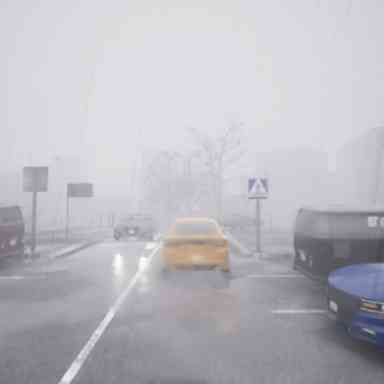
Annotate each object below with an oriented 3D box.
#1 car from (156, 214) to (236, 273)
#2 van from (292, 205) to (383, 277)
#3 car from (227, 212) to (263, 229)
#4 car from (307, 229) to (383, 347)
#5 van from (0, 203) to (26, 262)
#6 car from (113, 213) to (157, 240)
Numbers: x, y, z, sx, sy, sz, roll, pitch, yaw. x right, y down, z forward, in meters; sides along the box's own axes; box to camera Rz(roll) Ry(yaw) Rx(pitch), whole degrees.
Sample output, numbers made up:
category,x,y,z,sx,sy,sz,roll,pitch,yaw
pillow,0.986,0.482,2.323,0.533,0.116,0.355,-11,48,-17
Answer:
category,x,y,z,sx,sy,sz,roll,pitch,yaw
car,0.101,1.559,10.924,1.882,1.535,5.008,0,-1,0
van,4.796,1.284,7.907,4.442,1.987,1.878,0,-1,0
car,4.025,2.370,27.966,4.181,1.385,1.994,3,-5,-39
car,4.685,1.486,5.130,5.008,1.535,2.097,0,-1,0
van,-7.768,1.324,10.431,4.442,1.987,1.878,0,-1,0
car,-3.002,1.887,18.510,1.994,1.385,4.181,0,-2,0
